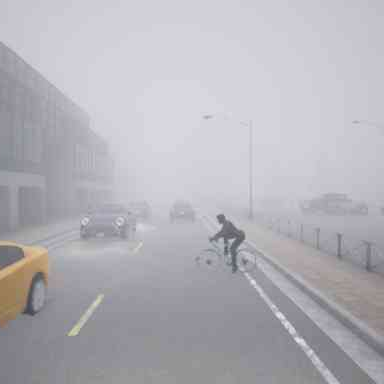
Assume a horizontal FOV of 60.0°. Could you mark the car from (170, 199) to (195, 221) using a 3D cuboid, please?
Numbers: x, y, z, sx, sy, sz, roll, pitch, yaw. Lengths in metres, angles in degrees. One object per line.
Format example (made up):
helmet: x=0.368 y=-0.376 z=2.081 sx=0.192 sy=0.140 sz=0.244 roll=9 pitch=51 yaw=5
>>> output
car: x=-0.795 y=1.546 z=27.296 sx=1.994 sy=1.385 sz=4.181 roll=0 pitch=0 yaw=-2

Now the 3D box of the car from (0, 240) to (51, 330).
car: x=-3.714 y=1.475 z=4.674 sx=1.882 sy=1.535 sz=5.008 roll=0 pitch=0 yaw=-2

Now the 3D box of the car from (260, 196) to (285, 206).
car: x=12.197 y=1.357 z=50.480 sx=3.633 sy=1.501 sz=1.845 roll=0 pitch=0 yaw=-2

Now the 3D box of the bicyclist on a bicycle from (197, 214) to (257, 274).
bicyclist on a bicycle: x=0.944 y=1.422 z=9.041 sx=1.656 sy=1.620 sz=0.582 roll=0 pitch=0 yaw=-2

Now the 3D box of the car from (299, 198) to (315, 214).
car: x=12.704 y=1.092 z=31.903 sx=4.605 sy=1.855 sz=1.932 roll=0 pitch=0 yaw=-2

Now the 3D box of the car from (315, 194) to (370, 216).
car: x=13.217 y=1.073 z=29.013 sx=3.866 sy=1.878 sz=1.905 roll=0 pitch=0 yaw=-2

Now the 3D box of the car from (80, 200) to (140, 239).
car: x=-4.145 y=1.341 z=17.095 sx=2.097 sy=1.767 sz=4.553 roll=0 pitch=0 yaw=-2

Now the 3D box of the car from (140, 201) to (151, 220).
car: x=-4.491 y=1.475 z=27.731 sx=2.128 sy=1.511 sz=4.902 roll=0 pitch=0 yaw=-2

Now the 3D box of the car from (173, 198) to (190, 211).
car: x=-1.300 y=1.522 z=41.496 sx=2.033 sy=1.411 sz=5.357 roll=0 pitch=0 yaw=-2

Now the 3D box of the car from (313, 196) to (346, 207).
car: x=19.716 y=1.368 z=47.759 sx=3.806 sy=1.475 sz=1.970 roll=0 pitch=0 yaw=-2
